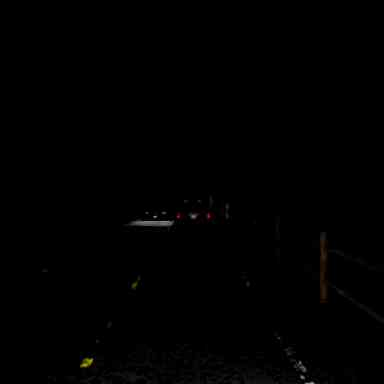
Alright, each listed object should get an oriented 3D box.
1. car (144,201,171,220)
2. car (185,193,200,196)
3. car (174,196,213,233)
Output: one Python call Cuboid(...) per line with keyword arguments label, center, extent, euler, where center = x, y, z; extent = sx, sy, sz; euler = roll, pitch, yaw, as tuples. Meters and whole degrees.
Cuboid(label="car", center=(-2.777, 1.484, 27.729), extent=(2.033, 1.411, 5.357), euler=(0, 0, 0))
Cuboid(label="car", center=(0.063, 1.125, 40.107), extent=(2.150, 2.045, 5.566), euler=(0, 0, 0))
Cuboid(label="car", center=(0.079, 1.308, 19.382), extent=(2.097, 1.767, 4.553), euler=(0, 0, 0))
